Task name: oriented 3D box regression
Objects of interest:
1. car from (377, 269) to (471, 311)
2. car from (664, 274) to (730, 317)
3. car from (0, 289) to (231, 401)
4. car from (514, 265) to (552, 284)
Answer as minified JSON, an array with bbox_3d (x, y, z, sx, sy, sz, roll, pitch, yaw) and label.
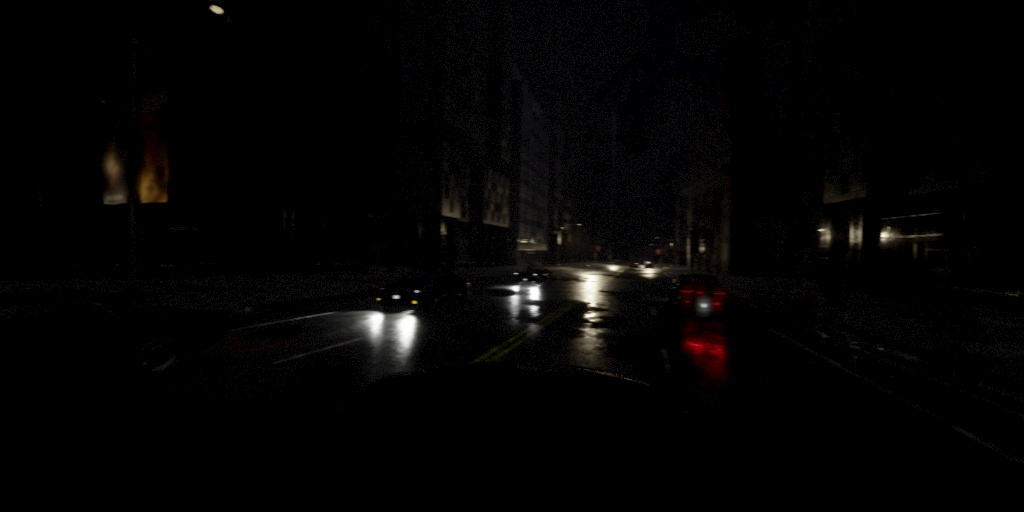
[{"bbox_3d":[-3.235,1.204,13.914,1.994,1.385,4.181,2,0,19],"label":"car"},{"bbox_3d":[7.517,1.489,14.786,1.837,1.490,4.892,2,0,19],"label":"car"},{"bbox_3d":[-6.583,1.140,4.434,1.895,1.301,4.718,2,0,19],"label":"car"},{"bbox_3d":[1.686,1.394,27.781,1.895,1.301,4.718,2,0,20],"label":"car"}]
